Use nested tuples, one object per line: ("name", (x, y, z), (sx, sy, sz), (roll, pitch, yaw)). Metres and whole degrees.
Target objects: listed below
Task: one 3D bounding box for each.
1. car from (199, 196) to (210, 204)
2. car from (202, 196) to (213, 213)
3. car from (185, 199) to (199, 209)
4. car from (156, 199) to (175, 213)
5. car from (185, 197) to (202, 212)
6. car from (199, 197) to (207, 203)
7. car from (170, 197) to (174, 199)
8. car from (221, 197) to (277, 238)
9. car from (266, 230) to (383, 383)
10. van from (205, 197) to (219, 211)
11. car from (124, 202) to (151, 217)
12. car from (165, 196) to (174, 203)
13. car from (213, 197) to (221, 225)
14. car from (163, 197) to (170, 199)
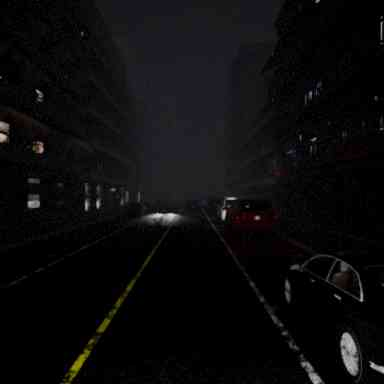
("car", (2.693, 1.731, 73.426), (2.192, 1.841, 5.009), (0, 0, 0))
("car", (2.693, 1.532, 39.333), (2.192, 1.841, 5.009), (0, 0, 0))
("car", (0.016, 1.848, 53.778), (2.033, 1.411, 5.357), (0, 0, 1))
("car", (-3.097, 1.822, 40.012), (1.895, 1.301, 4.718), (0, 0, 0))
("car", (0.070, 1.710, 41.928), (1.882, 1.535, 5.008), (0, -1, 0))
("car", (2.693, 2.050, 84.789), (1.947, 1.339, 4.313), (0, 0, 0))
("car", (-5.688, 1.966, 73.423), (2.008, 1.369, 4.403), (0, 0, 0))
("car", (3.106, 1.330, 18.506), (2.150, 2.045, 5.566), (0, 0, 0))
("car", (2.692, 1.580, 5.238), (2.008, 1.369, 4.403), (0, 0, 0))
("van", (2.693, 1.591, 45.015), (1.690, 1.788, 3.998), (0, 0, 0))
("car", (-5.687, 1.730, 33.646), (1.887, 1.381, 4.507), (0, 0, 0))
("car", (-5.688, 1.924, 84.788), (1.967, 1.590, 4.097), (0, 0, 0))
("car", (3.106, 1.368, 25.506), (2.150, 2.045, 5.566), (0, 0, 0))
("car", (-5.688, 1.894, 62.058), (1.887, 1.381, 4.507), (0, 0, 0))
